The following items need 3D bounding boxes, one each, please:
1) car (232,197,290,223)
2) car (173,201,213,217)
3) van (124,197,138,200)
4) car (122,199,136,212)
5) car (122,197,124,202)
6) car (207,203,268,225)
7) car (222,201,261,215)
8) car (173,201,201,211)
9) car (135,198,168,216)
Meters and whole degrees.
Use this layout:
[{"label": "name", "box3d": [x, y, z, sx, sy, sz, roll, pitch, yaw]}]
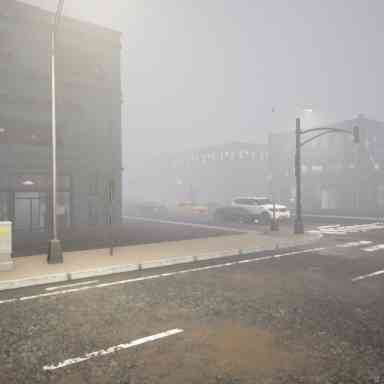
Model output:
[{"label": "car", "box3d": [5.610, 1.445, 28.387, 2.150, 2.045, 5.566, -1, 0, -35]}, {"label": "car", "box3d": [-0.231, 1.817, 36.613, 1.882, 1.535, 5.008, -1, 0, -35]}, {"label": "van", "box3d": [-10.390, 1.906, 60.885, 1.690, 1.788, 3.998, -1, 0, -35]}, {"label": "car", "box3d": [-7.748, 2.048, 47.224, 1.994, 1.385, 4.181, -1, 0, -35]}, {"label": "car", "box3d": [-13.597, 1.939, 65.397, 2.192, 1.841, 5.009, -1, 0, -35]}, {"label": "car", "box3d": [3.548, 1.814, 26.599, 1.947, 1.339, 4.313, -1, 0, -35]}, {"label": "car", "box3d": [5.645, 1.809, 38.325, 2.008, 1.369, 4.403, -2, 0, -35]}, {"label": "car", "box3d": [-0.766, 1.965, 47.349, 1.802, 1.307, 4.206, -2, 0, -35]}, {"label": "car", "box3d": [-4.394, 1.845, 37.981, 1.967, 1.590, 4.097, -1, 0, -35]}]
